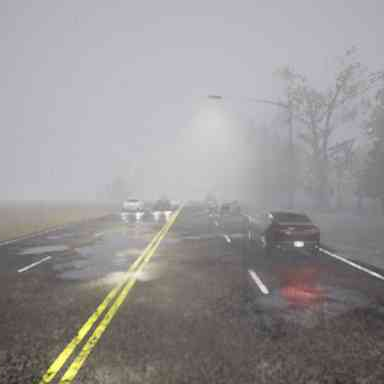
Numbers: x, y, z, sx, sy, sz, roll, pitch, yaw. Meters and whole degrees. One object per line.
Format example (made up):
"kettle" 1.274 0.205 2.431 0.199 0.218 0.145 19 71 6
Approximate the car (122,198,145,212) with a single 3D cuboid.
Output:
"car" -6.516 1.402 37.156 1.812 1.442 4.674 0 0 0

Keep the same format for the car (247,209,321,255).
"car" 3.387 1.432 12.964 1.837 1.490 4.892 0 -1 0

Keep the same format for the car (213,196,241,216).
"car" 3.412 1.356 31.028 2.128 1.511 4.902 -1 1 0

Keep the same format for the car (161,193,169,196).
"car" -6.335 1.022 78.666 1.882 1.535 5.008 0 0 0

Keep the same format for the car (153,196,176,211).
"car" -3.264 1.427 37.566 1.994 1.385 4.181 0 0 0

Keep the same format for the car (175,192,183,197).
"car" -3.087 0.741 78.340 1.882 1.535 5.008 0 0 0

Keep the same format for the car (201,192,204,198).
"car" 3.412 1.237 71.493 1.895 1.301 4.718 1 0 0

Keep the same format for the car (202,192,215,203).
"car" 3.376 1.215 60.496 2.163 1.488 4.792 0 0 0

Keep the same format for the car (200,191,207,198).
"car" 3.429 1.177 82.488 1.895 1.301 4.718 0 1 0
